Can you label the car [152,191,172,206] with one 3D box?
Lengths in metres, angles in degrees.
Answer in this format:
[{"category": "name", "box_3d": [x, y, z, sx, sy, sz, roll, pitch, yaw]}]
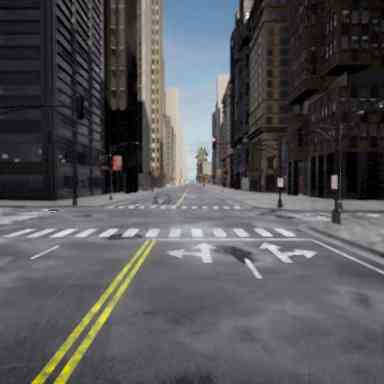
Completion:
[{"category": "car", "box_3d": [-3.234, 0.700, 36.662, 2.128, 1.511, 4.902, 0, 2, 0]}]
